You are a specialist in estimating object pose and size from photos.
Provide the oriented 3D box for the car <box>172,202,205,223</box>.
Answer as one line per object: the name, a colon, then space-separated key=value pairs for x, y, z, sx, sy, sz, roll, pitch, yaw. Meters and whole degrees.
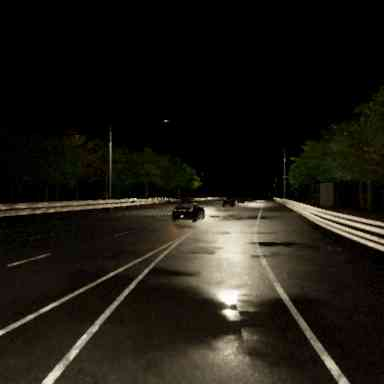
car: x=-0.196 y=1.562 z=26.368 sx=2.128 sy=1.511 sz=4.902 roll=0 pitch=0 yaw=12

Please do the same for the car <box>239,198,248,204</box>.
car: x=11.755 y=2.085 z=79.928 sx=1.812 sy=1.442 sz=4.674 roll=0 pitch=-1 yaw=13

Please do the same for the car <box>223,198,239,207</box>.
car: x=6.236 y=1.750 z=55.378 sx=1.837 sy=1.490 sz=4.892 roll=0 pitch=0 yaw=13
